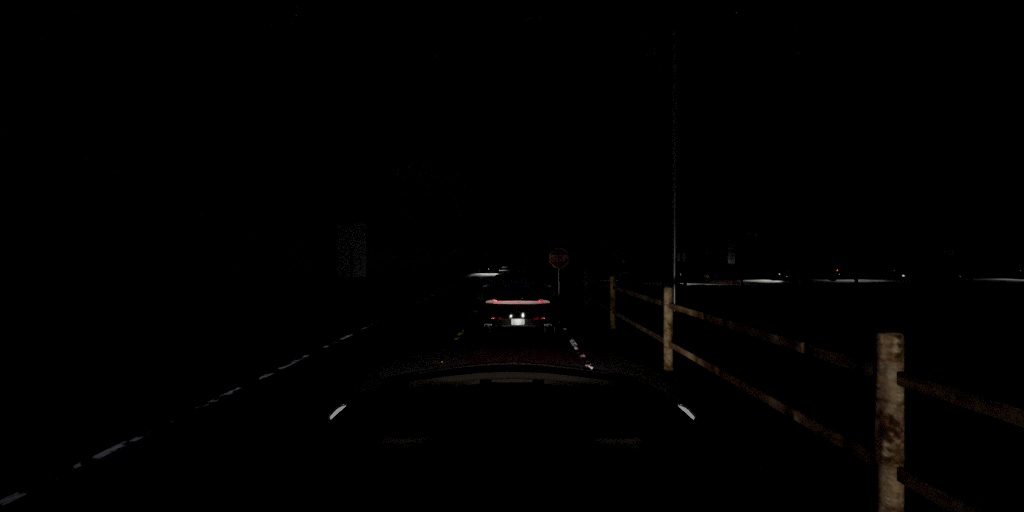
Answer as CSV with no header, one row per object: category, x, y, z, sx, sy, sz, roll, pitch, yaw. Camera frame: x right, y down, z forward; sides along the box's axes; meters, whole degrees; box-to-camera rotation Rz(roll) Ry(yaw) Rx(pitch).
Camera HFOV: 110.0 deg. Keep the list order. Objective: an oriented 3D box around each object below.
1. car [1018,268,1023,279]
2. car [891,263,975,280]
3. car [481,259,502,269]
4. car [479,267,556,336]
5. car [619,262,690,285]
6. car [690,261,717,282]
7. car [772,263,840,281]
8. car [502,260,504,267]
car,42.830,1.090,28.078,4.674,1.442,1.812,0,0,0
car,32.742,1.213,27.999,4.718,1.301,1.895,0,0,-1
car,-2.598,1.294,42.871,1.994,1.385,4.181,0,0,1
car,0.147,1.241,10.336,2.128,1.511,4.902,0,0,0
car,9.626,1.253,24.992,4.181,1.385,1.994,0,0,4
car,13.140,1.173,27.752,5.008,1.535,1.882,0,0,-2
car,22.796,1.219,27.889,4.181,1.385,1.994,0,0,0
car,-2.530,1.218,53.072,1.837,1.490,4.892,0,0,1
